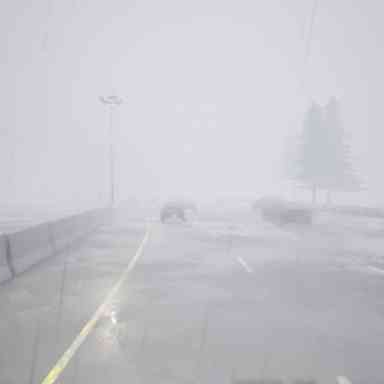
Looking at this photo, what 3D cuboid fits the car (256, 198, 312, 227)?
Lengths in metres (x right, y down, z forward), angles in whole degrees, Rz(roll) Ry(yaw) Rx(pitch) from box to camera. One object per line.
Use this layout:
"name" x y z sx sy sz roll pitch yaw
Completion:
"car" 6.122 1.375 22.059 1.882 1.535 5.008 0 0 -7

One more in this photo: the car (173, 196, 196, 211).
"car" -0.740 1.536 40.888 1.812 1.442 4.674 -1 0 -14

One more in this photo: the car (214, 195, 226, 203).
"car" 5.465 1.397 64.602 2.128 1.511 4.902 -1 0 -3

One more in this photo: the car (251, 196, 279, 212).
"car" 7.764 1.221 34.262 2.097 1.767 4.553 -1 0 -11

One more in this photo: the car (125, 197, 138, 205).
"car" -11.601 1.679 63.996 2.128 1.511 4.902 -1 0 -22

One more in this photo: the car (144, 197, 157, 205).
"car" -7.949 1.606 64.316 1.882 1.535 5.008 -1 0 -22

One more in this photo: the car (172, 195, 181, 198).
"car" -2.712 1.393 60.443 2.097 1.767 4.553 -1 0 -20

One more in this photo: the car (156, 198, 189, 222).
"car" -1.665 1.531 26.986 1.837 1.490 4.892 0 0 -8
